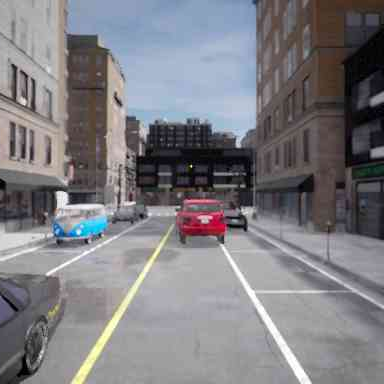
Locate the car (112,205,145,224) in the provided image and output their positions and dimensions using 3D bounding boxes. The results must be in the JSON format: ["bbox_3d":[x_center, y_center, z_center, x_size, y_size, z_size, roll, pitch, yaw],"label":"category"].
[{"bbox_3d":[-5.443,1.861,27.741,2.008,1.369,4.403,0,-1,0],"label":"car"}]

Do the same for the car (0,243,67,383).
[{"bbox_3d":[-2.855,1.581,2.920,2.033,1.411,5.357,0,-1,0],"label":"car"}]

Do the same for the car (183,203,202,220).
[{"bbox_3d":[0.023,1.902,33.670,1.812,1.442,4.674,0,-1,0],"label":"car"}]

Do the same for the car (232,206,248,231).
[{"bbox_3d":[2.593,1.814,22.096,1.947,1.339,4.313,0,-1,0],"label":"car"}]

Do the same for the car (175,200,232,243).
[{"bbox_3d":[0.341,1.417,17.395,2.150,2.045,5.566,0,-1,-5],"label":"car"}]

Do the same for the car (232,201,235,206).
[{"bbox_3d":[2.582,1.626,27.760,2.192,1.841,5.009,0,-1,0],"label":"car"}]

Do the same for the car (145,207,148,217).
[{"bbox_3d":[-5.455,1.939,33.403,1.947,1.339,4.313,0,-1,0],"label":"car"}]

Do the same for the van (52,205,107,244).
[{"bbox_3d":[-5.420,1.525,16.421,1.690,1.788,3.998,0,-1,0],"label":"van"}]
